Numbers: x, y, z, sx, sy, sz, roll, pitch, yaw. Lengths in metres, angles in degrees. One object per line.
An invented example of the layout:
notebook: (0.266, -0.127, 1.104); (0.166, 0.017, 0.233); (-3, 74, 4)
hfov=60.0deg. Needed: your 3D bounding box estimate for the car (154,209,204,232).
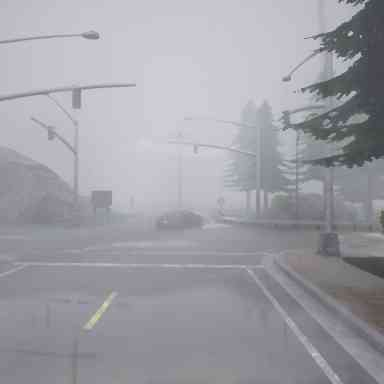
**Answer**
car: (-0.804, 1.894, 22.961); (1.994, 1.385, 4.181); (0, -1, 28)
